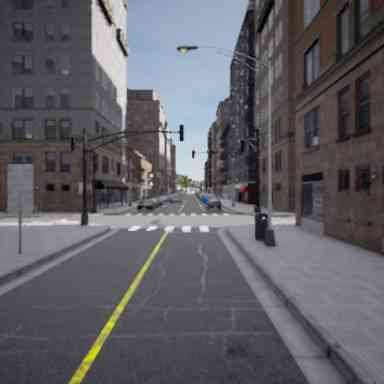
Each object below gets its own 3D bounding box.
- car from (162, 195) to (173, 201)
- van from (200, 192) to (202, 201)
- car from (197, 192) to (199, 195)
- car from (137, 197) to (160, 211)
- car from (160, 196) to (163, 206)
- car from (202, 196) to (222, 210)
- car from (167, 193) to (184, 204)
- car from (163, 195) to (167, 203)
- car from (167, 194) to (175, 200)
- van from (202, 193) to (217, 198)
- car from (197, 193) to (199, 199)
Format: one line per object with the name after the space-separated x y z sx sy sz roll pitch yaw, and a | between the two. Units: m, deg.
-5.393 1.372 73.927 1.947 1.339 4.313 0 0 0 | car
2.633 1.196 56.881 1.690 1.788 3.998 0 0 0 | van
2.632 1.314 79.780 1.752 1.417 4.829 0 0 0 | car
-5.391 1.468 39.834 1.947 1.339 4.313 0 0 0 | car
-5.391 1.469 45.516 1.802 1.307 4.206 0 0 0 | car
2.634 1.453 39.834 2.008 1.369 4.403 0 0 0 | car
-2.754 1.421 58.147 1.994 1.385 4.181 0 1 0 | car
-5.392 1.437 51.199 1.947 1.339 4.313 0 0 0 | car
-5.394 1.317 85.292 1.887 1.381 4.507 0 0 0 | car
2.634 1.228 45.516 1.690 1.788 3.998 0 0 0 | van
2.632 1.388 73.928 1.802 1.307 4.206 0 0 0 | car
